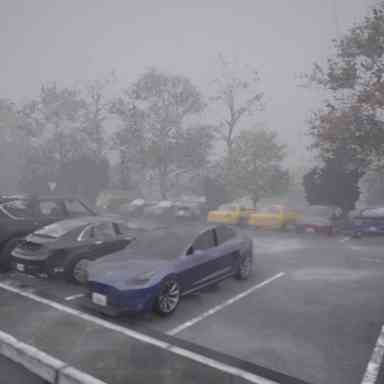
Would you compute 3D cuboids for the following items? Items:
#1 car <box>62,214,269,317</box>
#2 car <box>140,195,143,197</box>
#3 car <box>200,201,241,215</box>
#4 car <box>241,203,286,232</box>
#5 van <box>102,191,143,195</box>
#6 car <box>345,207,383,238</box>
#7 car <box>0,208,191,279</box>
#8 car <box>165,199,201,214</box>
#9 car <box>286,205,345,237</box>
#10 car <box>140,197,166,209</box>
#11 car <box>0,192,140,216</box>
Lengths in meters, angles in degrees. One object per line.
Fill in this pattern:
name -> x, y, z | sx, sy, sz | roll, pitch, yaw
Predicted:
car -> -0.244, 1.516, 7.890 | 2.163, 1.488, 4.792 | 1, 0, 36
car -> -3.944, 1.228, 26.799 | 2.002, 1.452, 4.674 | 2, 1, 36
car -> 3.026, 1.389, 21.952 | 1.946, 1.575, 5.366 | 1, 1, 36
car -> 5.286, 1.439, 20.308 | 1.946, 1.575, 5.366 | 1, 1, 36
van -> -6.176, 0.892, 28.263 | 1.878, 1.987, 4.442 | 2, 2, 36
car -> 9.578, 1.505, 16.948 | 2.097, 1.535, 5.008 | 1, 0, 36
car -> -2.477, 1.449, 9.543 | 2.231, 1.521, 4.892 | 1, 1, 36
car -> 0.676, 1.363, 23.469 | 2.163, 1.488, 4.792 | 2, 1, 36
car -> 7.306, 1.508, 18.572 | 2.163, 1.488, 4.792 | 1, 1, 36
car -> -1.693, 1.303, 25.161 | 2.002, 1.452, 4.674 | 2, 1, 36
car -> -4.708, 1.148, 11.210 | 2.435, 2.045, 5.566 | 1, 1, 36
